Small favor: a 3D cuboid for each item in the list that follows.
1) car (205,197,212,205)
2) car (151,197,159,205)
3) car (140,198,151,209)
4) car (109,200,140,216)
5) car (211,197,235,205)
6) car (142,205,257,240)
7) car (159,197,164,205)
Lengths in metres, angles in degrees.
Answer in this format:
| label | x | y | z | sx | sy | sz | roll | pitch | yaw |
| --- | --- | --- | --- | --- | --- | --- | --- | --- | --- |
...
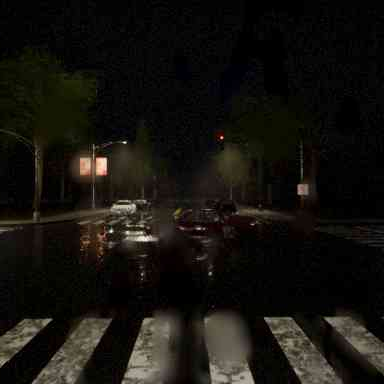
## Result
| label | x | y | z | sx | sy | sz | roll | pitch | yaw |
| --- | --- | --- | --- | --- | --- | --- | --- | --- | --- |
| car | 3.302 | 1.651 | 58.736 | 1.812 | 1.442 | 4.674 | 0 | 0 | 0 |
| car | -6.628 | 1.617 | 51.592 | 1.812 | 1.442 | 4.674 | 0 | 0 | 0 |
| car | -6.622 | 1.650 | 41.415 | 1.895 | 1.301 | 4.718 | 0 | 0 | 0 |
| car | -6.616 | 1.553 | 32.404 | 1.812 | 1.442 | 4.674 | 0 | 0 | 0 |
| car | 3.213 | 1.505 | 32.703 | 1.882 | 1.535 | 5.008 | 0 | 0 | 1 |
| car | 0.445 | 1.540 | 16.425 | 5.357 | 1.411 | 2.033 | 0 | 0 | 0 |
| car | -6.568 | 1.703 | 65.160 | 2.033 | 1.411 | 5.357 | 0 | 0 | 1 |
